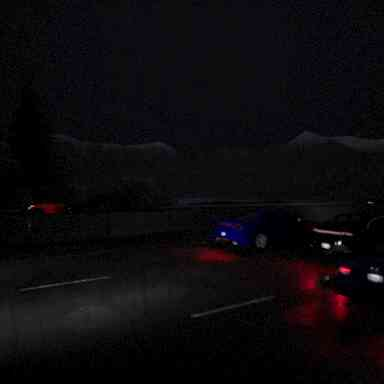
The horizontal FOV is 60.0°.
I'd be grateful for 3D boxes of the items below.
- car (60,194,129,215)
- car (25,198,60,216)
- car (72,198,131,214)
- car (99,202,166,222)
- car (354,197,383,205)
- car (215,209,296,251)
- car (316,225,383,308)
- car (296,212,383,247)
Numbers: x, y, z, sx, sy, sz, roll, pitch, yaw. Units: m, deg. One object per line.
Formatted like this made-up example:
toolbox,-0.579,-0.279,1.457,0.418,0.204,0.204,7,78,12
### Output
car,-7.783,1.157,27.972,5.566,2.045,2.150,0,0,-32
car,-12.194,1.281,29.295,4.553,1.767,2.097,0,0,-32
car,-6.007,1.435,24.928,4.902,1.511,2.128,0,0,-32
car,-3.486,1.552,22.416,4.718,1.301,1.895,0,0,-31
car,25.247,1.431,47.043,4.892,1.490,1.837,0,0,-18
car,3.321,1.452,14.009,5.008,1.535,1.882,0,0,-31
car,5.307,1.537,7.081,5.357,1.411,2.033,0,0,-32
car,6.303,1.473,11.697,4.902,1.511,2.128,0,0,-31
